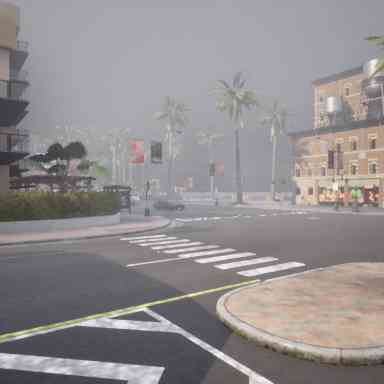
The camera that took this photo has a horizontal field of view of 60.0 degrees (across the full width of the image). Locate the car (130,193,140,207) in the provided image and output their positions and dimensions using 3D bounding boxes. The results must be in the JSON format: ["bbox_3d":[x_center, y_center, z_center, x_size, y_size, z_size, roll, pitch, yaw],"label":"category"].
[{"bbox_3d":[-9.990,1.351,51.334,2.097,1.767,4.553,0,0,-35],"label":"car"}]

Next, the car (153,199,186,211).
[{"bbox_3d":[-2.944,1.547,41.294,2.033,1.411,5.357,0,0,-35],"label":"car"}]

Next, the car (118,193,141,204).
[{"bbox_3d":[-12.685,1.221,67.362,2.150,2.045,5.566,0,0,-38],"label":"car"}]
